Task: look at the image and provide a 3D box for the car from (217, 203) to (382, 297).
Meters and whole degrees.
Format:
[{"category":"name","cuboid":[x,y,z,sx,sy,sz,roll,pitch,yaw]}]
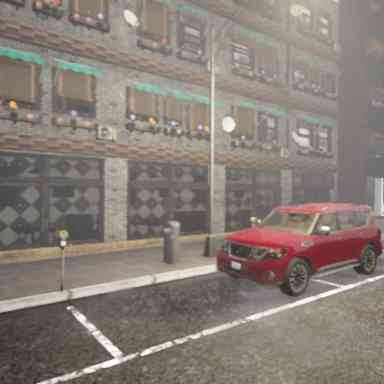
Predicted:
[{"category":"car","cuboid":[3.008,1.261,8.686,5.009,1.841,2.192,-1,1,-35]}]
